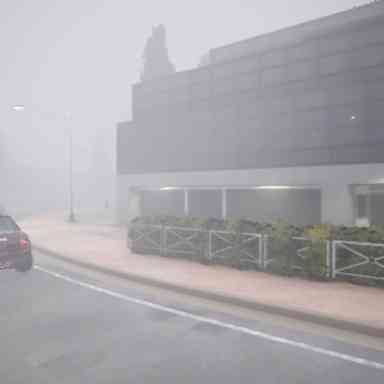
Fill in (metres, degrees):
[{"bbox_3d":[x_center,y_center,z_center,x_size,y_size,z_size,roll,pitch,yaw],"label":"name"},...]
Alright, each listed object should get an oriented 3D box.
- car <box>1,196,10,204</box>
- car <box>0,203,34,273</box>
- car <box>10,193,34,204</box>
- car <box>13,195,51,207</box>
[{"bbox_3d":[-15.647,1.355,25.295,2.097,1.767,4.553,0,0,-19],"label":"car"},{"bbox_3d":[-6.468,1.353,9.765,4.553,1.767,2.097,0,0,45],"label":"car"},{"bbox_3d":[-26.388,1.227,50.810,2.150,2.045,5.566,0,0,15],"label":"car"},{"bbox_3d":[-23.217,1.554,49.323,2.033,1.411,5.357,0,0,14],"label":"car"}]
